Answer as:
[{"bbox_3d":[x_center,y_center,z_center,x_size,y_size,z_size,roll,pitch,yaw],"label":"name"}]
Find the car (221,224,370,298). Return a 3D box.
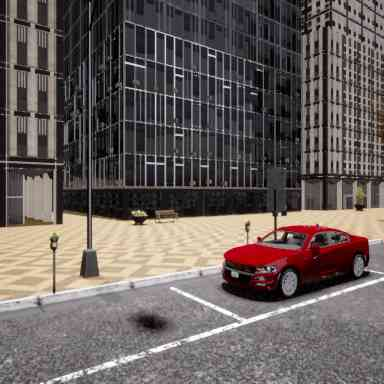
[{"bbox_3d":[2.764,1.545,8.512,4.507,1.381,1.887,0,0,-35],"label":"car"}]
